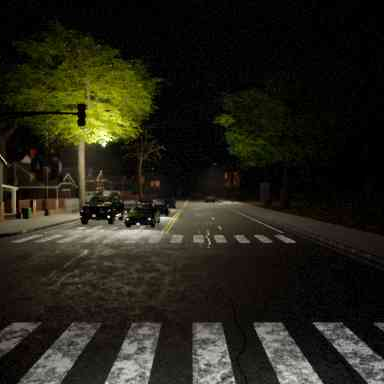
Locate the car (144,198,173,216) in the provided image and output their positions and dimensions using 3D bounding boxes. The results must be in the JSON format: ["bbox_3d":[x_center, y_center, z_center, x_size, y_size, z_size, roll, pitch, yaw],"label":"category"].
[{"bbox_3d":[-3.177,1.556,31.847,1.994,1.385,4.181,0,0,0],"label":"car"}]

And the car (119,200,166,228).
[{"bbox_3d":[-3.230,1.541,22.649,2.033,1.411,5.357,0,0,0],"label":"car"}]

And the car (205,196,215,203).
[{"bbox_3d":[3.715,1.506,67.605,1.837,1.490,4.892,0,0,1],"label":"car"}]

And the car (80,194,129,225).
[{"bbox_3d":[-6.473,1.214,24.663,2.150,2.045,5.566,0,0,0],"label":"car"}]

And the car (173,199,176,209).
[{"bbox_3d":[-3.101,1.542,44.405,2.033,1.411,5.357,0,0,0],"label":"car"}]

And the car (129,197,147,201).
[{"bbox_3d":[-6.410,1.540,34.970,2.033,1.411,5.357,0,0,0],"label":"car"}]
